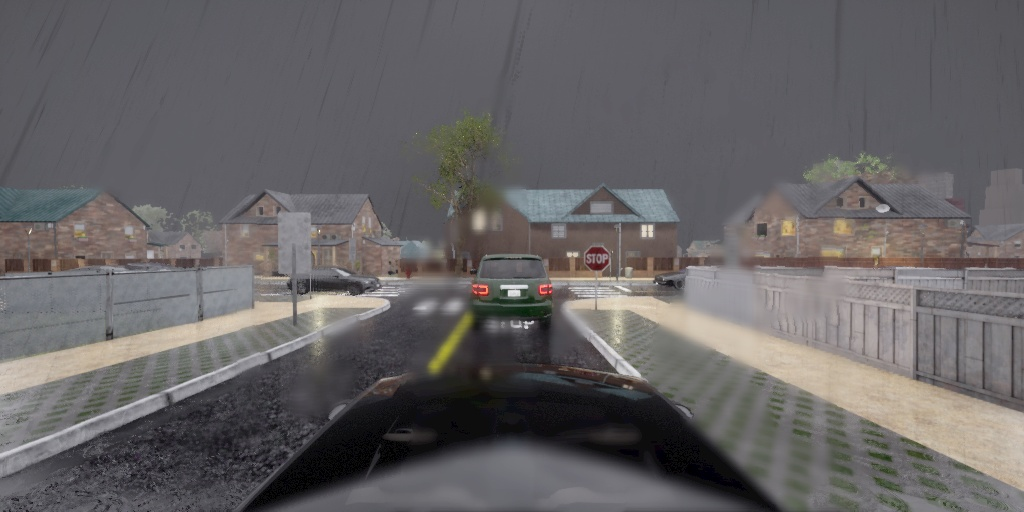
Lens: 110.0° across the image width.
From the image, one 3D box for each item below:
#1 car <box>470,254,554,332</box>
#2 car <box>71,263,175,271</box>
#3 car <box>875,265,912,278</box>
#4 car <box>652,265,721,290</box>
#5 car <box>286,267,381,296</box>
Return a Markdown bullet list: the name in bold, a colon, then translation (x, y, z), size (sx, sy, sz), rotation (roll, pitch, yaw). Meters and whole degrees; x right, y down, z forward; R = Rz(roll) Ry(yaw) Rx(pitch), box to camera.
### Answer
- **car**: translation (-0.124, 0.967, 11.081), size (2.150, 2.045, 5.566), rotation (0, 0, -4)
- **car**: translation (-21.823, 1.250, 19.494), size (5.008, 1.535, 1.882), rotation (0, 1, 2)
- **car**: translation (22.284, 1.261, 21.119), size (4.181, 1.385, 1.994), rotation (0, 1, 1)
- **car**: translation (11.339, 1.248, 21.381), size (5.357, 1.411, 2.033), rotation (0, 1, 2)
- **car**: translation (-9.445, 1.302, 19.096), size (4.674, 1.442, 1.812), rotation (0, 1, 2)
